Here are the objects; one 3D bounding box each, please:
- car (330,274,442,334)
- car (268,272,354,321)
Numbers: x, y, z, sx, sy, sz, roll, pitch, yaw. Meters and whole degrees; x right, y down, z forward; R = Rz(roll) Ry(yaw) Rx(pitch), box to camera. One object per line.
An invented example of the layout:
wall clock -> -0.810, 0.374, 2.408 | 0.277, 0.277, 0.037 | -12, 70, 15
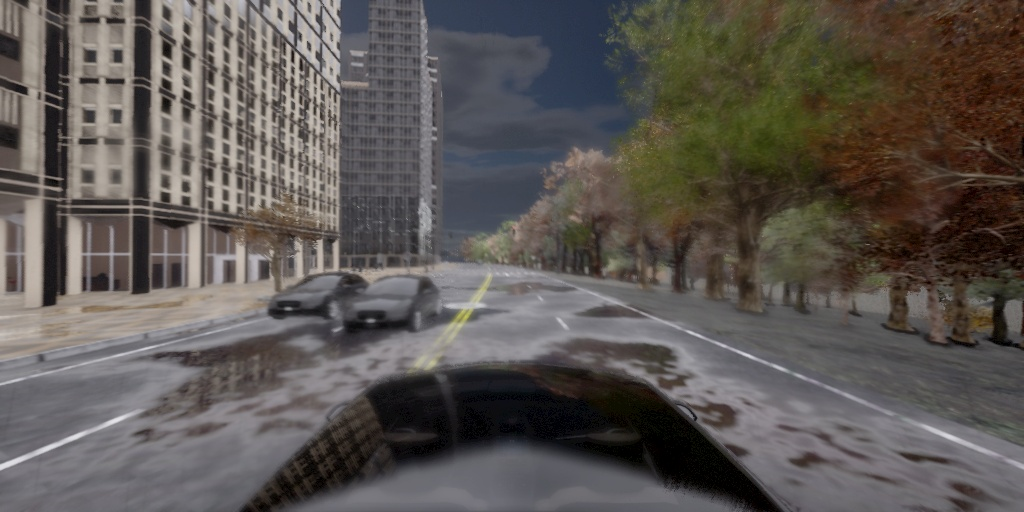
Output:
car -> -3.411, 1.352, 11.055 | 1.837, 1.490, 4.892 | 0, -1, -1
car -> -6.685, 1.374, 13.107 | 1.837, 1.490, 4.892 | 0, -1, -1
